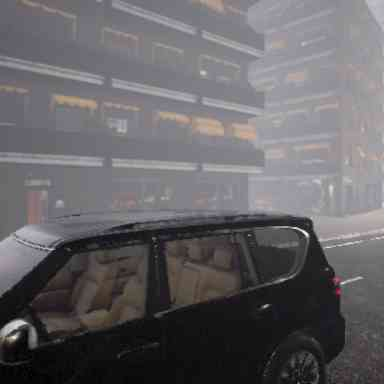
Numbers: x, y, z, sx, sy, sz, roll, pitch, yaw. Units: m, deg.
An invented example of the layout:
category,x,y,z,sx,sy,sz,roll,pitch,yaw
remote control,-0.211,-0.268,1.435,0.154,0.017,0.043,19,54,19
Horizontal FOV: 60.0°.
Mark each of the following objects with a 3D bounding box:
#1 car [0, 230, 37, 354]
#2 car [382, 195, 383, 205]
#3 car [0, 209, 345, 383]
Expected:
category,x,y,z,sx,sy,sz,roll,pitch,yaw
car,-4.874,1.482,4.208,5.008,1.535,1.882,0,0,-35
car,29.499,1.232,54.017,4.097,1.590,1.967,1,0,41
car,-0.859,1.229,3.066,5.566,2.045,2.150,0,0,-35
